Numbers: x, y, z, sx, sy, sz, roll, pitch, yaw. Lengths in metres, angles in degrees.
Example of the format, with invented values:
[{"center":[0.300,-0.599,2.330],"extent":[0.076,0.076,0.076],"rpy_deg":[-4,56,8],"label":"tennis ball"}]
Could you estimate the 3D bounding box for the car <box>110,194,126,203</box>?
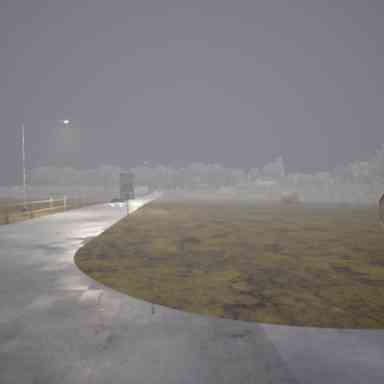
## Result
[{"center":[-11.418,1.007,51.839],"extent":[1.994,1.385,4.181],"rpy_deg":[-1,0,-4],"label":"car"}]
